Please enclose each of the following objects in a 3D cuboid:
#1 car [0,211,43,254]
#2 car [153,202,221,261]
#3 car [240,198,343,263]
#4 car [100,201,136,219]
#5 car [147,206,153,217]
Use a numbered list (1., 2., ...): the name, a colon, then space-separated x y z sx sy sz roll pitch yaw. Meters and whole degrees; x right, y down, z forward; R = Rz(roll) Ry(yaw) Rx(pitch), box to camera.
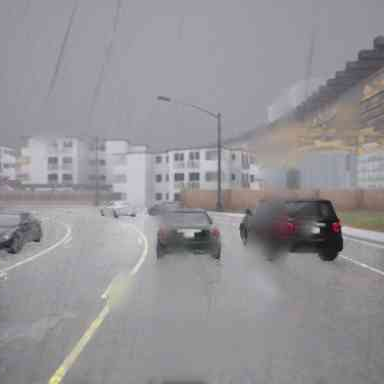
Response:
1. car: -7.409 1.525 13.393 1.812 1.442 4.674 0 0 -9
2. car: -0.238 1.352 12.509 2.097 1.767 4.553 0 0 -4
3. car: 3.326 1.216 12.189 2.150 2.045 5.566 0 -1 -4
4. car: -6.538 1.524 29.295 1.812 1.442 4.674 0 0 -36
5. car: -2.358 1.562 29.314 1.994 1.385 4.181 0 0 -32
